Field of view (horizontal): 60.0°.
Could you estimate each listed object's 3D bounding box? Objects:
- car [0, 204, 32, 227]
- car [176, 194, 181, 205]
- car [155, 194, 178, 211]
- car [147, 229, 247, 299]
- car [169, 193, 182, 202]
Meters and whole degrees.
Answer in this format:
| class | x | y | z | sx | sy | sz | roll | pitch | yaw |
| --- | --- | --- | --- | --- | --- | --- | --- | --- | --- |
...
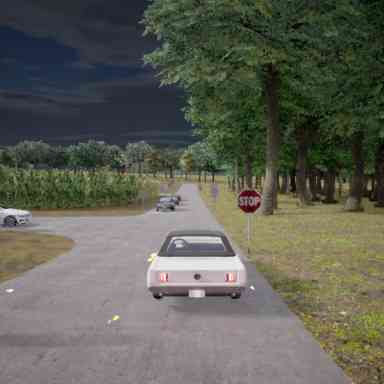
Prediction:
| class | x | y | z | sx | sy | sz | roll | pitch | yaw |
| --- | --- | --- | --- | --- | --- | --- | --- | --- | --- |
| car | -12.575 | 1.382 | 20.752 | 4.674 | 1.442 | 1.812 | 0 | 2 | -6 |
| car | -2.857 | 1.153 | 47.041 | 1.994 | 1.385 | 4.181 | 0 | 1 | 0 |
| car | -2.858 | 1.302 | 36.972 | 1.812 | 1.442 | 4.674 | 0 | 1 | 0 |
| car | 0.098 | 1.590 | 8.380 | 1.895 | 1.301 | 4.718 | 0 | 0 | 0 |
| car | -2.845 | 0.928 | 58.094 | 1.895 | 1.301 | 4.718 | 0 | 1 | 0 |
